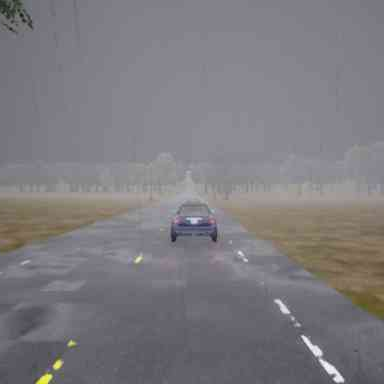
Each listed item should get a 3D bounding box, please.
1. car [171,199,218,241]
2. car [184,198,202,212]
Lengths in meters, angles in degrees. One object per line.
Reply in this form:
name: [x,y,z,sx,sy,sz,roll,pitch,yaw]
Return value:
car: [0.096,1.305,16.545,2.097,1.767,4.553,0,0,0]
car: [0.097,1.455,38.073,1.994,1.385,4.181,0,0,0]
